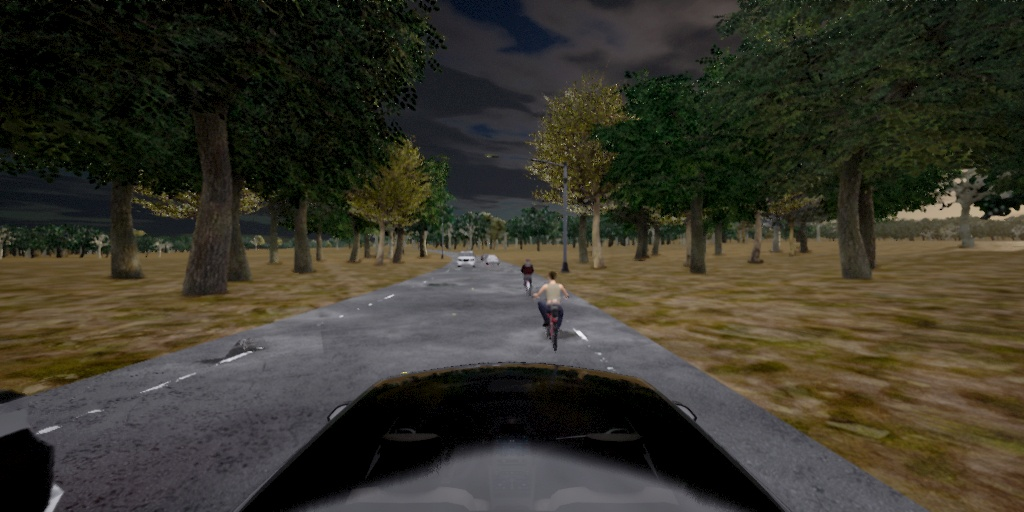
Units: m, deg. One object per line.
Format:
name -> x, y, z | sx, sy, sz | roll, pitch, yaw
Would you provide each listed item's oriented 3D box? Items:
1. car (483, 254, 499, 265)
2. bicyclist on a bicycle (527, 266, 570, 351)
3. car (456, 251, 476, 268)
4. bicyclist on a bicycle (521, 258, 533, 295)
car -> -3.066, 0.561, 55.338 | 1.812, 1.442, 4.674 | 0, 1, -6
bicyclist on a bicycle -> 0.861, 1.122, 7.758 | 0.866, 1.612, 1.509 | 0, 1, 0
car -> -5.679, 0.414, 44.835 | 2.150, 2.045, 5.566 | 0, 1, -5
bicyclist on a bicycle -> 0.688, 0.961, 16.016 | 0.659, 1.776, 1.843 | 0, 1, -2
